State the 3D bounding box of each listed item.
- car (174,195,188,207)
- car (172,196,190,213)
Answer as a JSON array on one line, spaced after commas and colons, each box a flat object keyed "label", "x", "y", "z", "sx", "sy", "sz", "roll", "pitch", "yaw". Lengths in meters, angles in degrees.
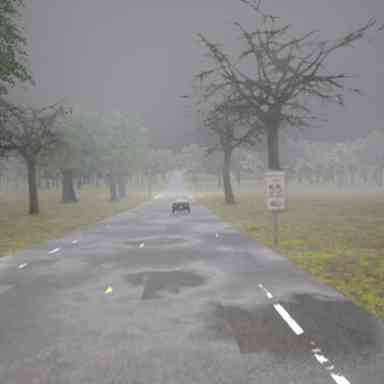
[{"label": "car", "x": -1.626, "y": 1.309, "z": 48.848, "sx": 1.837, "sy": 1.490, "sz": 4.892, "roll": -2, "pitch": 1, "yaw": -1}, {"label": "car", "x": -1.191, "y": 1.418, "z": 36.515, "sx": 1.882, "sy": 1.535, "sz": 5.008, "roll": -2, "pitch": 0, "yaw": -2}]
